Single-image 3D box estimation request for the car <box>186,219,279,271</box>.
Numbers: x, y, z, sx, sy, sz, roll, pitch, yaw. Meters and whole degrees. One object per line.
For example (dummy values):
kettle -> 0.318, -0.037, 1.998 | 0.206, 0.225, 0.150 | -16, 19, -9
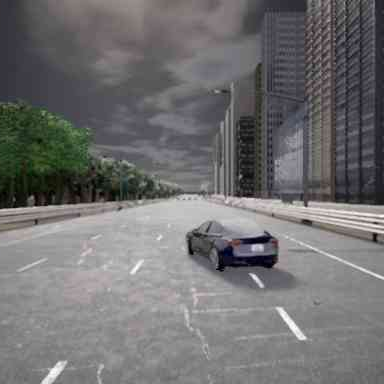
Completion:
car -> 1.202, 1.658, 11.689 | 2.163, 1.488, 4.792 | 0, -1, -17
